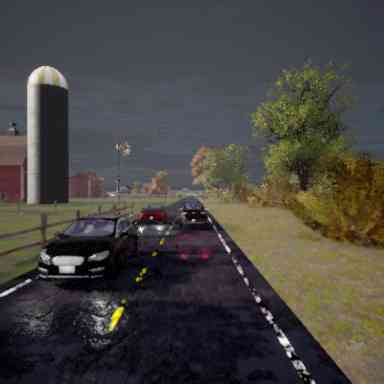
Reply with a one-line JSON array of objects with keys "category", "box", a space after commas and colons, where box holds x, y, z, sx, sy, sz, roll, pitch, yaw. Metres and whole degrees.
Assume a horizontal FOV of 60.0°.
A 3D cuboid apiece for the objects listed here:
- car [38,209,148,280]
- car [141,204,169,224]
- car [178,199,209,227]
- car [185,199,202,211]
[{"category": "car", "box": [-2.800, 1.482, 9.939, 2.128, 1.511, 4.902, 0, 0, 0]}, {"category": "car", "box": [-2.761, 1.555, 24.702, 1.994, 1.385, 4.181, 0, 0, 0]}, {"category": "car", "box": [0.116, 1.485, 22.250, 2.128, 1.511, 4.902, 0, 0, 1]}, {"category": "car", "box": [0.195, 1.601, 42.655, 1.994, 1.385, 4.181, 0, 0, 0]}]
